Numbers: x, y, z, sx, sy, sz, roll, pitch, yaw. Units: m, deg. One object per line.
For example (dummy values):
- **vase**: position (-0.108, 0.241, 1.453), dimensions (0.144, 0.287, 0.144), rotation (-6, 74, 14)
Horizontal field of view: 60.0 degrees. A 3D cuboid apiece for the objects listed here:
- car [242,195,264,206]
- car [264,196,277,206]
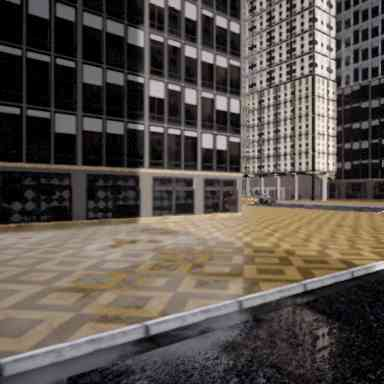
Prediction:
- **car**: position (7.130, 1.097, 46.244), dimensions (1.882, 1.535, 5.008), rotation (0, 0, -37)
- **car**: position (9.727, 1.170, 48.196), dimensions (2.033, 1.411, 5.357), rotation (0, 0, -37)
